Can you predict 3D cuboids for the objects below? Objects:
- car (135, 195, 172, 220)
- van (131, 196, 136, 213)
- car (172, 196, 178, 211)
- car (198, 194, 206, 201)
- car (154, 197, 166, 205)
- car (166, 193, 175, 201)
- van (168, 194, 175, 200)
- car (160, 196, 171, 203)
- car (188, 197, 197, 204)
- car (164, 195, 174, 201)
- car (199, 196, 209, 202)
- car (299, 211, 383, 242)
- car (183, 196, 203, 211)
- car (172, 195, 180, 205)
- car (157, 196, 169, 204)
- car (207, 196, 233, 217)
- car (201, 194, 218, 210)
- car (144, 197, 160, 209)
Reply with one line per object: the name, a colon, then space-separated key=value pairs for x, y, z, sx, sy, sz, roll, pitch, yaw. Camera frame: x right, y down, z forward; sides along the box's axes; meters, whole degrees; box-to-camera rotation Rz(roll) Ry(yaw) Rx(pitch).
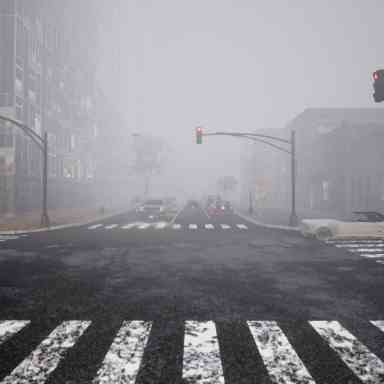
car: x=-3.125 y=1.356 z=28.149 sx=2.097 sy=1.767 sz=4.553 roll=0 pitch=0 yaw=1
van: x=-5.663 y=1.346 z=36.641 sx=1.690 sy=1.788 sz=3.998 roll=1 pitch=0 yaw=0
car: x=-3.090 y=1.552 z=37.622 sx=2.033 sy=1.411 sz=5.357 roll=0 pitch=0 yaw=0
car: x=2.729 y=1.446 z=87.743 sx=1.967 sy=1.590 sz=4.097 roll=1 pitch=0 yaw=0
car: x=-5.661 y=1.587 z=59.337 sx=1.802 sy=1.307 sz=4.206 roll=1 pitch=0 yaw=0
car: x=-5.648 y=1.321 z=87.707 sx=2.192 sy=1.841 sz=5.009 roll=1 pitch=0 yaw=0
van: x=-5.647 y=1.347 z=93.381 sx=1.690 sy=1.788 sz=3.998 roll=1 pitch=0 yaw=0
car: x=-5.658 y=1.572 z=70.685 sx=1.947 sy=1.339 sz=4.313 roll=1 pitch=0 yaw=0
car: x=0.119 y=1.606 z=67.449 sx=1.895 sy=1.301 sz=4.718 roll=0 pitch=0 yaw=0
car: x=-5.654 y=1.557 z=82.033 sx=2.008 sy=1.369 sz=4.403 roll=1 pitch=0 yaw=0
car: x=2.724 y=1.572 z=76.396 sx=1.947 sy=1.339 sz=4.313 roll=1 pitch=0 yaw=0
car: x=7.451 y=1.557 z=15.317 sx=4.718 sy=1.301 sz=1.895 roll=-1 pitch=-1 yaw=9
car: x=0.104 y=1.530 z=39.940 sx=1.812 sy=1.442 sz=4.674 roll=0 pitch=0 yaw=0
car: x=-3.082 y=1.531 z=47.642 sx=1.812 sy=1.442 sz=4.674 roll=0 pitch=0 yaw=0
car: x=-5.659 y=1.572 z=65.011 sx=1.947 sy=1.339 sz=4.313 roll=1 pitch=0 yaw=0
car: x=2.713 y=1.444 z=31.003 sx=1.967 sy=1.590 sz=4.097 roll=1 pitch=0 yaw=0
car: x=2.719 y=1.320 z=42.351 sx=2.192 sy=1.841 sz=5.009 roll=1 pitch=0 yaw=0
car: x=-5.663 y=1.530 z=47.819 sx=1.752 sy=1.417 sz=4.829 roll=1 pitch=0 yaw=0
